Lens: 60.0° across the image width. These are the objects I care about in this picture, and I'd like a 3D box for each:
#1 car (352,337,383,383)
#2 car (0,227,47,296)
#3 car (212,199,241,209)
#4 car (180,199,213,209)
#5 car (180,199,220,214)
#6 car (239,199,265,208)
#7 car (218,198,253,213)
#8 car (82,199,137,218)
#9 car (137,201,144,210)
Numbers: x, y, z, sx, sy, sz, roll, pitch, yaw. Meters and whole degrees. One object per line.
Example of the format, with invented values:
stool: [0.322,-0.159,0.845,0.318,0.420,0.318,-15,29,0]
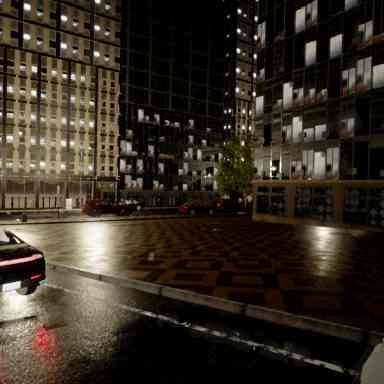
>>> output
car: [3.206,1.602,1.400,4.718,1.301,1.895,0,0,36]
car: [-5.219,1.489,7.409,4.902,1.511,2.128,0,0,36]
car: [5.582,1.872,53.343,4.313,1.339,1.947,1,1,-34]
car: [0.764,1.784,50.045,4.829,1.417,1.752,1,1,-34]
car: [0.673,1.966,40.437,4.507,1.381,1.887,1,1,-34]
car: [10.260,1.934,56.545,4.206,1.307,1.802,1,1,-34]
car: [5.356,1.782,43.634,5.009,1.841,2.192,1,1,-34]
car: [-8.679,1.645,34.031,5.009,1.841,2.192,1,1,-34]
car: [-8.453,1.720,43.739,4.403,1.369,2.008,1,1,-34]
